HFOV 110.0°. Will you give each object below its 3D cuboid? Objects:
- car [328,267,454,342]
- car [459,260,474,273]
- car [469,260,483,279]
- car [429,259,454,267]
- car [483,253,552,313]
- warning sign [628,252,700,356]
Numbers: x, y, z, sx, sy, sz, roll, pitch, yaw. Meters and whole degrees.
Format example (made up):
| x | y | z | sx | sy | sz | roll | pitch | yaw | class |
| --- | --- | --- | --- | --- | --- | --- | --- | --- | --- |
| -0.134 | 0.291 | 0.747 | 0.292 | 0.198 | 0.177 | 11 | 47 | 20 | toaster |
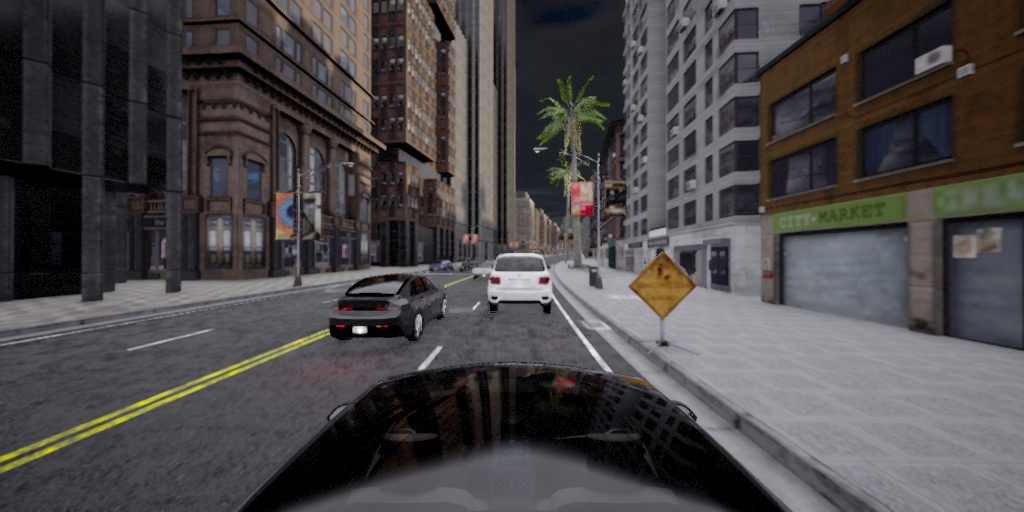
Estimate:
| x | y | z | sx | sy | sz | roll | pitch | yaw | class |
| --- | --- | --- | --- | --- | --- | --- | --- | --- | --- |
| -3.040 | 1.230 | 9.733 | 1.837 | 1.490 | 4.892 | 0 | 1 | 1 | car |
| -4.583 | 1.135 | 40.182 | 1.994 | 1.385 | 4.181 | 0 | 0 | 6 | car |
| -2.012 | 1.225 | 30.268 | 1.895 | 1.301 | 4.718 | 0 | 0 | 4 | car |
| -7.840 | 1.097 | 40.296 | 1.812 | 1.442 | 4.674 | 0 | 0 | 6 | car |
| 0.338 | 0.929 | 13.979 | 2.150 | 2.045 | 5.566 | 0 | 0 | 2 | car |
| 2.895 | 0.851 | 6.911 | 1.300 | 1.860 | 1.060 | 0 | 0 | 1 | warning sign |
